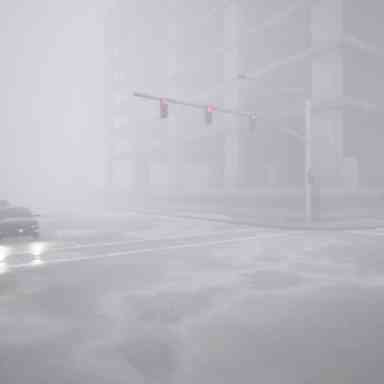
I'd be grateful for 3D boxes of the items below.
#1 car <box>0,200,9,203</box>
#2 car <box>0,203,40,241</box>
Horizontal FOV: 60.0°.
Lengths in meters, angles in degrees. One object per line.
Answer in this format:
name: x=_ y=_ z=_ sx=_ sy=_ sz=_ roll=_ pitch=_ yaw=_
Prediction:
car: x=-14.664 y=1.385 z=25.152 sx=2.097 sy=1.767 sz=4.553 roll=-1 pitch=0 yaw=-35
car: x=-9.181 y=1.532 z=17.188 sx=1.837 sy=1.490 sz=4.892 roll=-1 pitch=0 yaw=-35
